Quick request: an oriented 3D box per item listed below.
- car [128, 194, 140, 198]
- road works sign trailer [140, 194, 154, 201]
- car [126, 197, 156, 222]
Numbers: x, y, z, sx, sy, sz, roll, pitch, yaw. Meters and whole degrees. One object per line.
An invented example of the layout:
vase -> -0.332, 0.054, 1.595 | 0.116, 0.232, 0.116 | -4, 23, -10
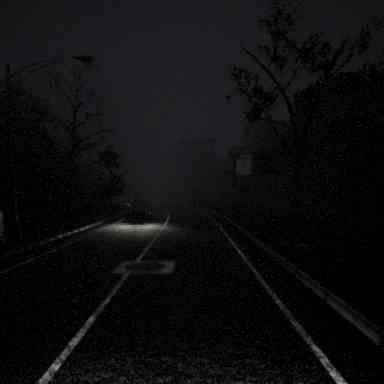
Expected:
car -> -11.622, 1.285, 66.534 | 2.097, 1.767, 4.553 | -2, 0, -18
road works sign trailer -> -9.745, 0.620, 72.384 | 2.380, 2.880, 3.560 | -2, 1, -28
car -> -3.845, 1.402, 25.508 | 1.882, 1.535, 5.008 | 0, 0, -3
